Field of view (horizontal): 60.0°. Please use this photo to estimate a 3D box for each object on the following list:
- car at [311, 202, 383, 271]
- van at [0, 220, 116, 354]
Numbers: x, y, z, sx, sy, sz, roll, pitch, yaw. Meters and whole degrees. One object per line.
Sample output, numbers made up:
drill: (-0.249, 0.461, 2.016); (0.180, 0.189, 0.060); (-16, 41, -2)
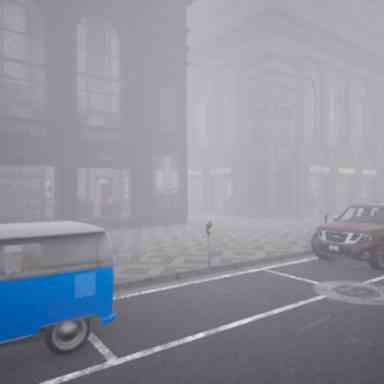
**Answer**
car: (6.123, 1.282, 11.032); (5.009, 1.841, 2.192); (0, 0, -36)
van: (-3.047, 1.342, 4.476); (3.998, 1.788, 1.690); (0, 0, -36)
